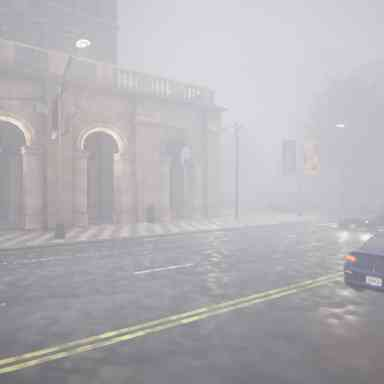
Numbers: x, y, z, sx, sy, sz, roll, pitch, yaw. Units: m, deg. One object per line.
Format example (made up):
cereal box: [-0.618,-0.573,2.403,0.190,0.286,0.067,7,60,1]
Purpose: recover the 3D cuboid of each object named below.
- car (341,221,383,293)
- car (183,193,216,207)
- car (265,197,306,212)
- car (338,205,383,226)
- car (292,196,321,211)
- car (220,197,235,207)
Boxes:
car: [5.326,1.526,7.663,4.674,1.442,1.812,0,0,-36]
car: [1.060,1.221,51.957,2.150,2.045,5.566,0,0,-36]
car: [10.560,1.563,38.597,1.994,1.385,4.181,0,0,-34]
car: [11.036,1.547,20.745,5.357,1.411,2.033,0,0,-44]
car: [13.438,1.352,40.752,2.097,1.767,4.553,0,0,-36]
car: [4.989,1.504,52.494,1.837,1.490,4.892,0,0,-36]
